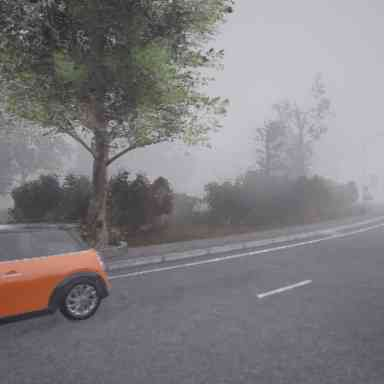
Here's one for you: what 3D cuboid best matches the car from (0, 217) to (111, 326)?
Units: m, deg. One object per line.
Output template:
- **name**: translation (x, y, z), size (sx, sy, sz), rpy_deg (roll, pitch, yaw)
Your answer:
- **car**: translation (-3.835, 1.378, 5.693), size (4.553, 1.767, 2.097), rpy_deg (0, 0, -37)
